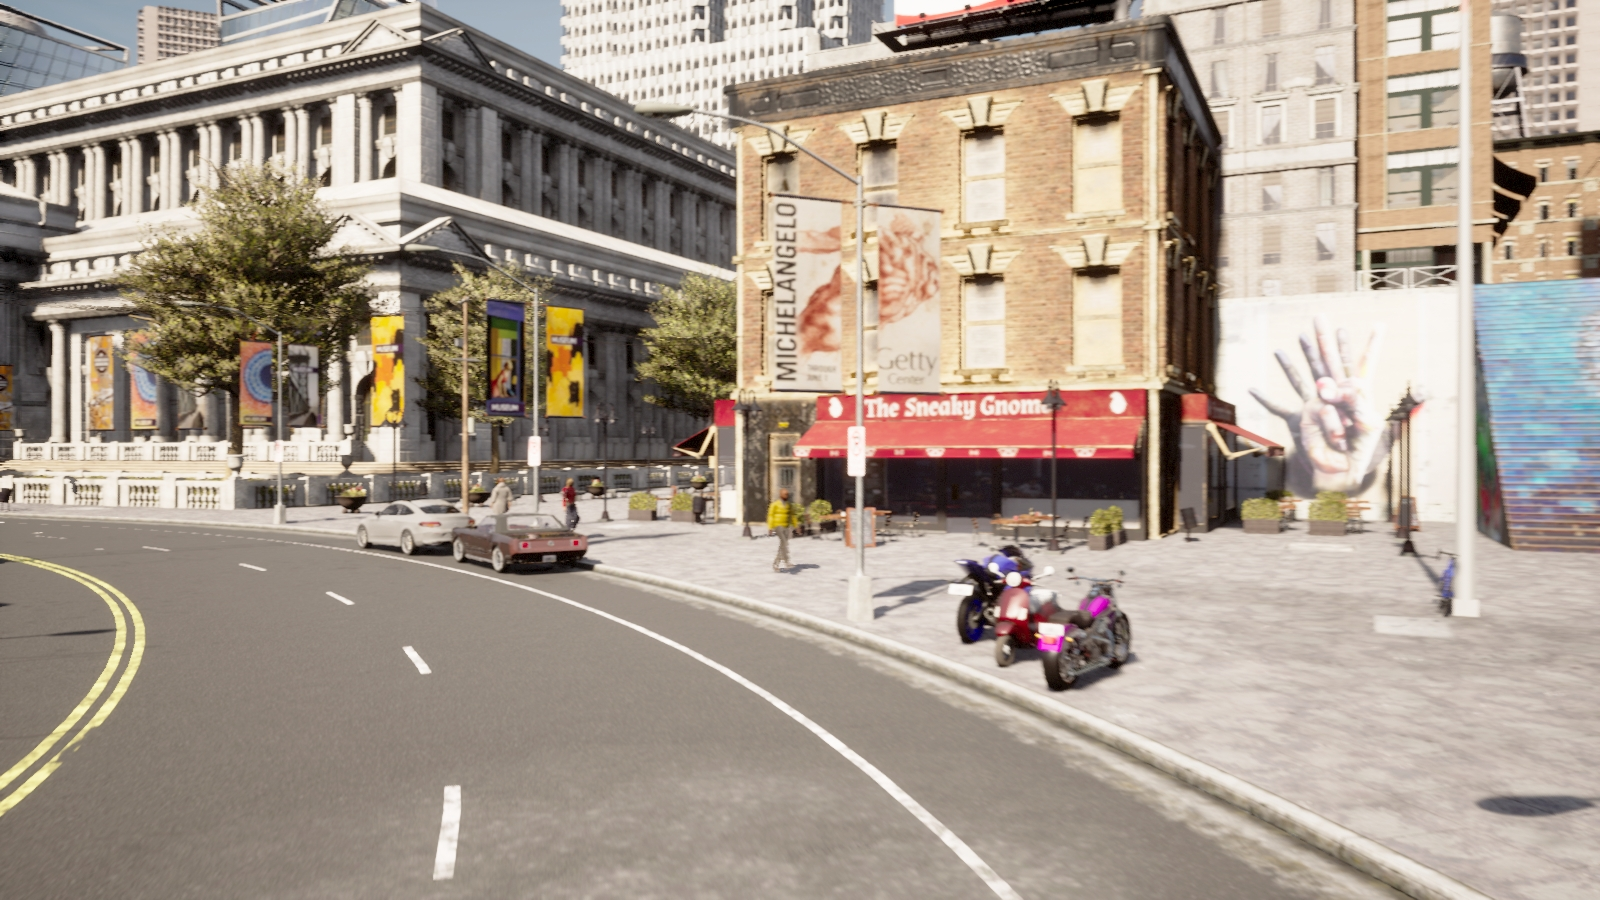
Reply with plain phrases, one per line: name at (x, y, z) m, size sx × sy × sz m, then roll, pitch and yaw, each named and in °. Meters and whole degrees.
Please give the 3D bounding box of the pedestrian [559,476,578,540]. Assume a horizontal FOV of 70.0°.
pedestrian at (-6.839, 1.704, 33.733) m, size 0.375 × 1.860 × 0.375 m, roll 0°, pitch 0°, yaw 39°

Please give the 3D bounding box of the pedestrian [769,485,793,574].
pedestrian at (-0.402, 1.697, 24.432) m, size 0.375 × 1.860 × 0.375 m, roll 0°, pitch 0°, yaw -34°

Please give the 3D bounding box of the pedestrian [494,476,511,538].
pedestrian at (-8.941, 1.703, 34.339) m, size 0.375 × 1.860 × 0.375 m, roll 0°, pitch 0°, yaw -35°
